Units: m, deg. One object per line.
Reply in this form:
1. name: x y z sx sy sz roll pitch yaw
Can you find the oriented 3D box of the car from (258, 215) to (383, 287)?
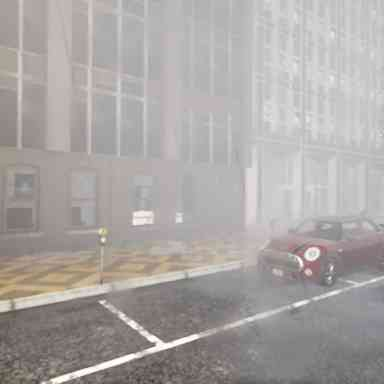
1. car: 3.707 1.414 9.185 4.097 1.590 1.967 0 1 -35
